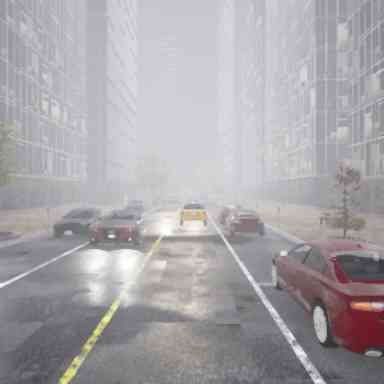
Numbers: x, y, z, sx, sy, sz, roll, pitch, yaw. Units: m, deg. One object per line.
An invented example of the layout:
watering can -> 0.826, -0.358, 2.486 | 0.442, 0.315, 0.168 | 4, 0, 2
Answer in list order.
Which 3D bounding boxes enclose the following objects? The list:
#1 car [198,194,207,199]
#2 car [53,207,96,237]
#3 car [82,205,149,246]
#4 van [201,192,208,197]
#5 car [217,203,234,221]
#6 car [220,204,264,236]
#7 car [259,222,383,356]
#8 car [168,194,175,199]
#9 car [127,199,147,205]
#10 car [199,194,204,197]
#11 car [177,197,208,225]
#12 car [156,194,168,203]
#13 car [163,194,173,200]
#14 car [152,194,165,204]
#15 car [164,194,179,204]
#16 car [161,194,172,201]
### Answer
car -> 2.697, 1.145, 85.798 | 2.008, 1.369, 4.403 | 0, 0, 0
car -> -5.691, 1.499, 17.494 | 1.947, 1.339, 4.313 | 0, 0, 0
car -> -3.100, 1.507, 14.802 | 1.994, 1.385, 4.181 | 0, 0, 0
van -> 2.695, 1.003, 74.412 | 1.690, 1.788, 3.998 | 0, 0, 0
car -> 2.690, 1.454, 23.179 | 1.887, 1.381, 4.507 | 0, 0, 0
car -> 2.689, 1.514, 17.486 | 1.802, 1.307, 4.206 | 0, 0, 0
car -> 2.688, 1.521, 6.101 | 1.887, 1.381, 4.507 | 0, 0, 0
car -> -5.684, 1.140, 91.495 | 1.802, 1.307, 4.206 | 0, 0, 0
car -> -5.690, 1.406, 34.571 | 1.887, 1.381, 4.507 | 0, 0, 0
car -> 0.103, 1.377, 41.432 | 2.033, 1.411, 5.357 | 0, 0, 0
car -> 0.102, 1.364, 23.369 | 1.801, 1.575, 5.366 | 0, 0, 0
car -> -5.687, 1.162, 63.033 | 1.967, 1.590, 4.097 | 0, 0, 0
car -> -5.685, 1.180, 80.110 | 2.008, 1.369, 4.403 | 0, 0, 0
car -> -5.687, 1.191, 57.341 | 1.967, 1.590, 4.097 | 0, 0, 0
car -> -3.055, 1.304, 56.235 | 2.033, 1.411, 5.357 | 0, 0, 1
car -> -5.685, 1.213, 74.418 | 2.008, 1.369, 4.403 | 0, 0, 0
